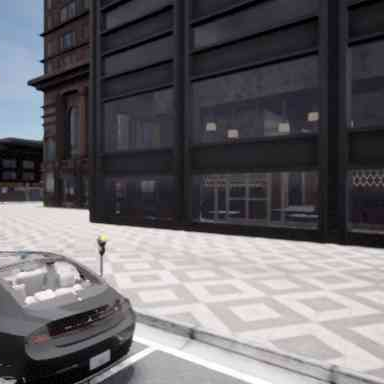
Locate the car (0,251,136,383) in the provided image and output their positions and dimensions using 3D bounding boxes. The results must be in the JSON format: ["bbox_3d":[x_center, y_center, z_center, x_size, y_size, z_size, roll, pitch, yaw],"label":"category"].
[{"bbox_3d":[-2.755,1.542,4.809,4.403,1.369,2.008,0,0,35],"label":"car"}]
